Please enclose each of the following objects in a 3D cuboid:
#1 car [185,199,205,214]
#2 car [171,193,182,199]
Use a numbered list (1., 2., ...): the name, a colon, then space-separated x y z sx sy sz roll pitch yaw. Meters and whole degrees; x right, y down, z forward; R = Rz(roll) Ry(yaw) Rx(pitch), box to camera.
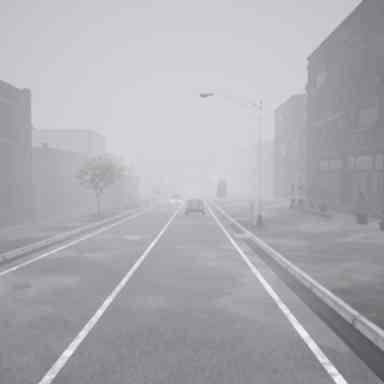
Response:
1. car: 0.296 1.350 32.296 2.033 1.411 5.357 0 1 0
2. car: -3.067 0.769 66.398 1.895 1.301 4.718 0 1 1
